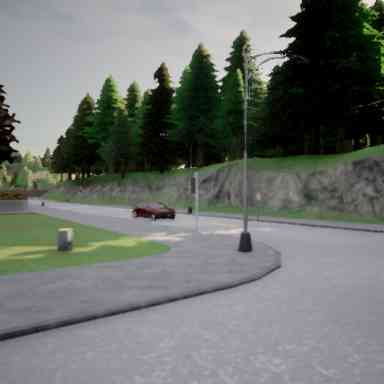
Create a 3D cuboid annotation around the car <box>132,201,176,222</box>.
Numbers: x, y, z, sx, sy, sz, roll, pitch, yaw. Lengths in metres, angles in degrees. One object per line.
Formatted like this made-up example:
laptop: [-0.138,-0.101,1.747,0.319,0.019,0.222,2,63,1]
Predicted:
car: [-3.175,1.491,27.016,1.882,1.535,5.008,0,0,-35]
